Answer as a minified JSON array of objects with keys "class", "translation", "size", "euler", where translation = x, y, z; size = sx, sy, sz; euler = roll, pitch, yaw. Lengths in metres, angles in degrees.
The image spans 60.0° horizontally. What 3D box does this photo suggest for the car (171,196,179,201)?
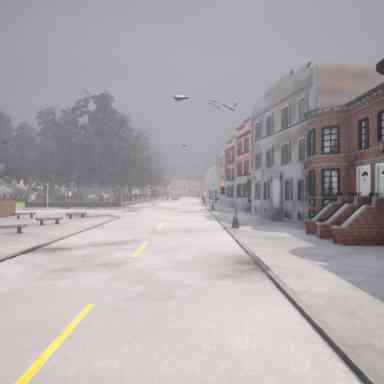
[{"class":"car","translation":[-4.184,1.744,84.425],"size":[2.033,1.411,5.357],"euler":[0,0,0]}]
